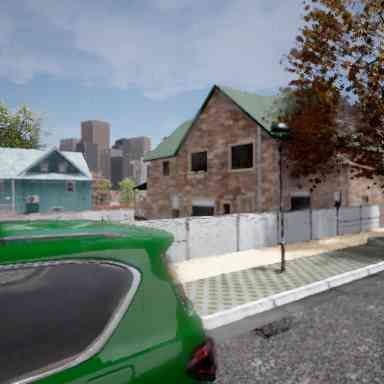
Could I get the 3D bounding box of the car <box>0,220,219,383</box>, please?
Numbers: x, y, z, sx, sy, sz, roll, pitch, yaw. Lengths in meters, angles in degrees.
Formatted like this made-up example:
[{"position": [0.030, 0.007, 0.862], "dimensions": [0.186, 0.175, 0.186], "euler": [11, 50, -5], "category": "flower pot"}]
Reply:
[{"position": [-2.398, 1.263, 1.437], "dimensions": [5.566, 2.045, 2.150], "euler": [-1, 0, -35], "category": "car"}]
